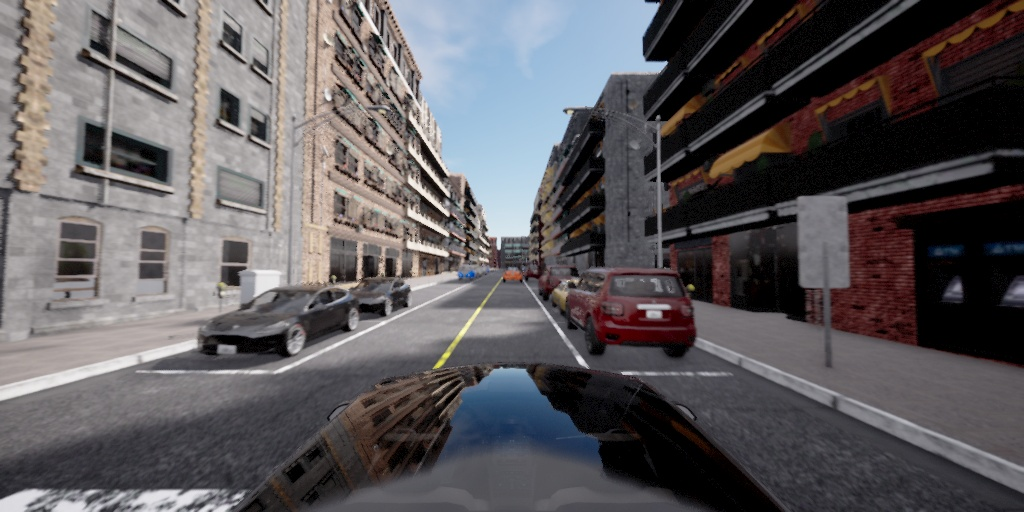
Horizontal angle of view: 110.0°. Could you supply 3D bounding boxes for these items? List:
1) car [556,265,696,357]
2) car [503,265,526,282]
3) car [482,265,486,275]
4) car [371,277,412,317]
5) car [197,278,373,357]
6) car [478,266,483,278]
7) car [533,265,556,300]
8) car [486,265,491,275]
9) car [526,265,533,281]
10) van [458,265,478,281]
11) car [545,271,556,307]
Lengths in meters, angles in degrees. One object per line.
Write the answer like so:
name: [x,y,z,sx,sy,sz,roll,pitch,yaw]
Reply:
car: [2.564,1.196,8.897,2.192,1.841,5.009,0,0,0]
car: [0.080,1.919,39.164,2.097,1.767,4.553,0,-1,0]
car: [-5.345,2.439,53.157,1.751,1.417,4.829,0,0,0]
car: [-5.321,1.533,14.408,1.948,1.339,4.313,0,0,0]
car: [-5.317,1.414,8.848,1.948,1.339,4.313,0,0,0]
car: [-5.341,2.317,47.767,2.007,1.370,4.403,0,0,0]
car: [2.557,1.438,20.018,2.192,1.841,5.009,0,0,0]
car: [-5.352,2.763,64.451,2.007,1.370,4.403,0,0,0]
car: [2.543,1.969,42.243,2.192,1.841,5.009,0,0,0]
van: [-5.338,1.962,42.204,1.690,1.789,3.998,0,0,0]
car: [2.560,1.527,14.625,1.751,1.417,4.829,0,0,0]
